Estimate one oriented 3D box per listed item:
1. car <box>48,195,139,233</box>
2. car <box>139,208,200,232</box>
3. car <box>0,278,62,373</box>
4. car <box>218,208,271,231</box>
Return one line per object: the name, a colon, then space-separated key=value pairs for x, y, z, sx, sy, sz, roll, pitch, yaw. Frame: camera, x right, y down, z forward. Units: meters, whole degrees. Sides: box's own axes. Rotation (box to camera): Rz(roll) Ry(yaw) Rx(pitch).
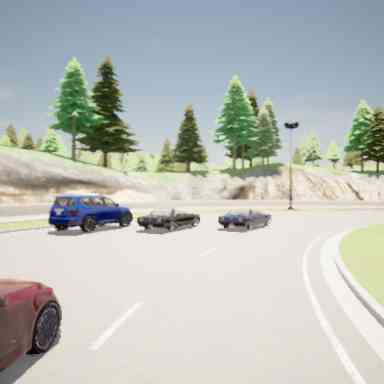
car: x=-5.805 y=1.209 z=19.695 sx=2.150 sy=2.045 sz=5.566 roll=0 pitch=0 yaw=25
car: x=-1.254 y=1.646 z=20.518 sx=1.895 sy=1.301 sz=4.718 roll=1 pitch=0 yaw=28
car: x=-3.022 y=1.499 z=3.161 sx=1.812 sy=1.442 sz=4.674 roll=1 pitch=0 yaw=5
car: x=3.591 y=1.709 z=21.827 sx=1.895 sy=1.301 sz=4.718 roll=1 pitch=0 yaw=33
